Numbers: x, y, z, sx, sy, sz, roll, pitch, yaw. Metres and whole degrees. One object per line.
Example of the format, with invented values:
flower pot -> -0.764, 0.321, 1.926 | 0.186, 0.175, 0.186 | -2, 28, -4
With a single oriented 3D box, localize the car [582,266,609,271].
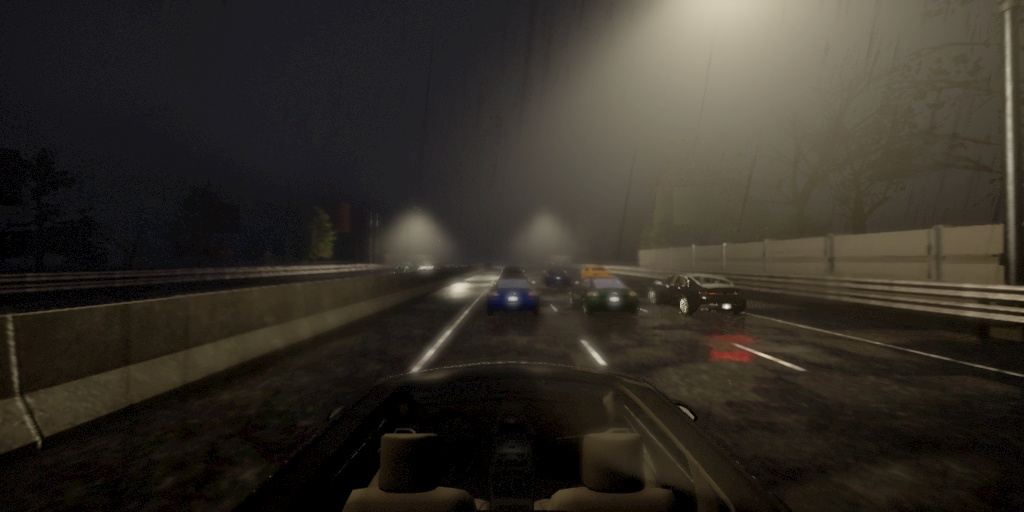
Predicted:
car -> 7.062, 1.605, 30.315 | 1.882, 1.535, 5.008 | 0, 0, 0

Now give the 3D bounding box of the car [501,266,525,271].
car -> 0.062, 1.606, 30.380 | 1.882, 1.535, 5.008 | 0, 0, 0

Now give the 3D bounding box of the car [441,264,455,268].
car -> -10.568, 1.981, 59.186 | 1.882, 1.535, 5.008 | 0, -1, 0

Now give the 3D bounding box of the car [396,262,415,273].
car -> -17.566, 1.856, 59.176 | 2.097, 1.767, 4.553 | 0, -1, 0

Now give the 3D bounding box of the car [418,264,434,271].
car -> -14.067, 2.029, 59.148 | 1.812, 1.442, 4.674 | 0, -1, 0

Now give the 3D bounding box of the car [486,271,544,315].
car -> 0.053, 1.484, 14.495 | 1.994, 1.385, 4.181 | 0, -1, 0

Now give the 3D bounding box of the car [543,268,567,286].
car -> 3.553, 1.680, 29.302 | 1.994, 1.385, 4.181 | 0, -1, 1

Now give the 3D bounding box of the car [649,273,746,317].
car -> 7.048, 1.421, 14.161 | 1.837, 1.490, 4.892 | 0, 0, 0

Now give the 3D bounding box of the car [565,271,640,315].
car -> 3.552, 1.483, 14.379 | 1.994, 1.385, 4.181 | 0, -1, 0
